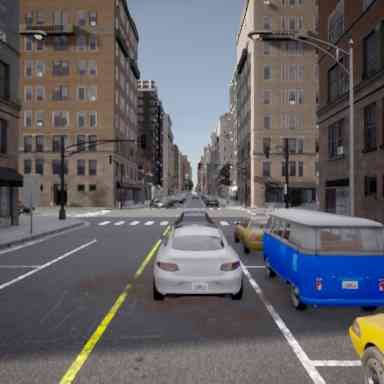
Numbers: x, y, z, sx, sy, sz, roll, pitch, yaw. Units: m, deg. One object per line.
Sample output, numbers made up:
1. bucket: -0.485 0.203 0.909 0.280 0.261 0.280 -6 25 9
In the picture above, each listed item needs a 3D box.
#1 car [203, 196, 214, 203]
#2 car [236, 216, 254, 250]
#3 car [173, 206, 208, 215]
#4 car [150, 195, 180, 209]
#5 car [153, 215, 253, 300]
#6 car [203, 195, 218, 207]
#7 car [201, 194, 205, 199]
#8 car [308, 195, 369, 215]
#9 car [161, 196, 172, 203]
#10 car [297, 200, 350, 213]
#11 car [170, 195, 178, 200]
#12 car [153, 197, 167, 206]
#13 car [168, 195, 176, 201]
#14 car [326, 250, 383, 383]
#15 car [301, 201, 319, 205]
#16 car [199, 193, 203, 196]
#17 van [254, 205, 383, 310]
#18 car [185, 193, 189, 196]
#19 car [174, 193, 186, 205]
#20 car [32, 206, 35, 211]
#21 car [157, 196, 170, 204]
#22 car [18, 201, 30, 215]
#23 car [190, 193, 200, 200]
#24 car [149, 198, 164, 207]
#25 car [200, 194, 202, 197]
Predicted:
1. car: 3.327 1.516 67.422 1.887 1.381 4.507 1 0 1
2. car: 2.700 1.521 13.339 1.752 1.417 4.829 1 0 0
3. car: 0.120 1.559 15.681 1.994 1.385 4.181 0 0 0
4. car: -3.527 1.477 44.392 2.128 1.511 4.902 0 0 11
5. car: 0.093 1.523 8.280 1.812 1.442 4.674 0 0 -1
6. car: 3.084 1.547 50.832 1.947 1.339 4.313 1 0 1
7. car: 3.246 1.526 61.892 2.008 1.369 4.403 1 0 1
8. car: 15.621 1.340 35.581 5.566 2.045 2.150 0 -1 0
9. car: -5.198 1.517 67.538 1.887 1.381 4.507 1 0 1
10. car: 15.272 1.694 38.830 5.357 1.411 2.033 0 -1 0
11. car: -4.875 1.524 89.654 1.947 1.339 4.313 1 0 1
12. car: -5.360 1.545 56.481 1.947 1.339 4.313 1 0 1
13. car: -4.957 1.487 83.955 1.752 1.417 4.829 1 0 1
14. car: 2.679 1.525 1.992 1.752 1.417 4.829 1 0 0
15. car: 12.147 1.627 32.227 4.181 1.385 1.994 0 0 2
16. car: 3.650 1.507 89.543 2.008 1.369 4.403 1 0 1
17. van: 2.691 1.339 7.495 1.690 1.788 3.998 1 0 0
18. car: -2.246 1.446 74.425 1.882 1.535 5.008 0 0 1
19. car: -2.527 1.454 60.431 1.882 1.535 5.008 0 0 1
20. car: -17.899 1.355 32.412 4.892 1.490 1.837 0 -1 0
21. car: -5.279 1.527 62.010 2.008 1.369 4.403 1 0 1
22. car: -17.232 1.350 29.163 4.674 1.442 1.812 0 -1 2
23. car: 1.008 1.480 91.880 1.812 1.442 4.674 0 0 1
24. car: -5.441 1.564 50.952 1.802 1.307 4.206 1 0 1
25. car: 3.488 1.530 78.482 1.947 1.339 4.313 1 0 1
